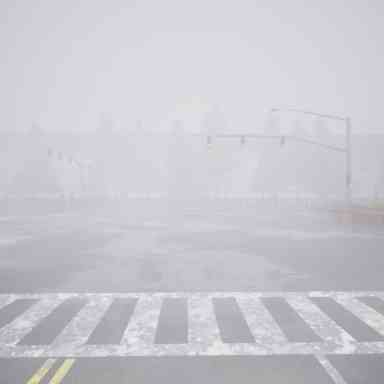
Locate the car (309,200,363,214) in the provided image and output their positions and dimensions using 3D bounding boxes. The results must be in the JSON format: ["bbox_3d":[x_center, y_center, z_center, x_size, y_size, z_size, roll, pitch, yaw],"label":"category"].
[{"bbox_3d":[15.416,1.551,35.486,5.357,1.411,2.033,0,0,-2],"label":"car"}]
